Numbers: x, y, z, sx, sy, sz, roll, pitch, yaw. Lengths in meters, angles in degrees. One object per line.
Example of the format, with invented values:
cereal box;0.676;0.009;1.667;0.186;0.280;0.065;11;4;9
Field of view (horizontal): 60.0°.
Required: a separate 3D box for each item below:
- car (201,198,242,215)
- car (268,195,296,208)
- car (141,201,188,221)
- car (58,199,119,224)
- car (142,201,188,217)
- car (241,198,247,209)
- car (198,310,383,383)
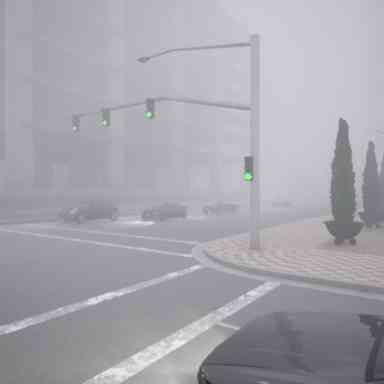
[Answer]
car;2.952;1.595;34.113;1.895;1.301;4.718;0;0;36
car;13.071;1.520;48.061;1.812;1.442;4.674;0;0;36
car;-2.181;1.558;27.005;1.994;1.385;4.181;0;0;36
car;-7.789;1.345;25.217;2.097;1.767;4.553;0;0;36
car;-2.534;1.594;32.495;1.895;1.301;4.718;0;0;36
car;5.494;1.471;43.598;1.882;1.535;5.008;0;1;36
car;2.582;1.548;2.121;5.357;1.411;2.033;0;0;36
